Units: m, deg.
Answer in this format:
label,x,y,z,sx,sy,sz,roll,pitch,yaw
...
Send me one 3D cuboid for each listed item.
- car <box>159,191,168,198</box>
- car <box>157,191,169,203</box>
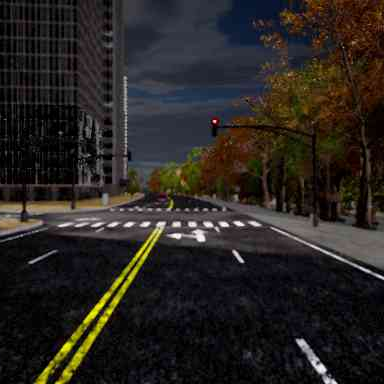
label,x,y,z,sx,sy,sz,roll,pitch,yaw
car,-7.259,0.652,85.235,2.097,1.767,4.553,0,0,-5
car,-5.058,1.126,56.850,1.812,1.442,4.674,0,2,-4
